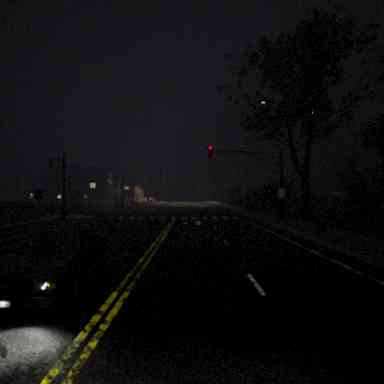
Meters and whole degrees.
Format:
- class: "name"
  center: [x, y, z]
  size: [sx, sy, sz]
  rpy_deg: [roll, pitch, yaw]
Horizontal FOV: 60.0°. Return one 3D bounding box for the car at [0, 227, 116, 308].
- class: "car"
  center: [-3.357, 1.636, 8.565]
  size: [2.033, 1.411, 5.357]
  rpy_deg: [0, -1, 0]
